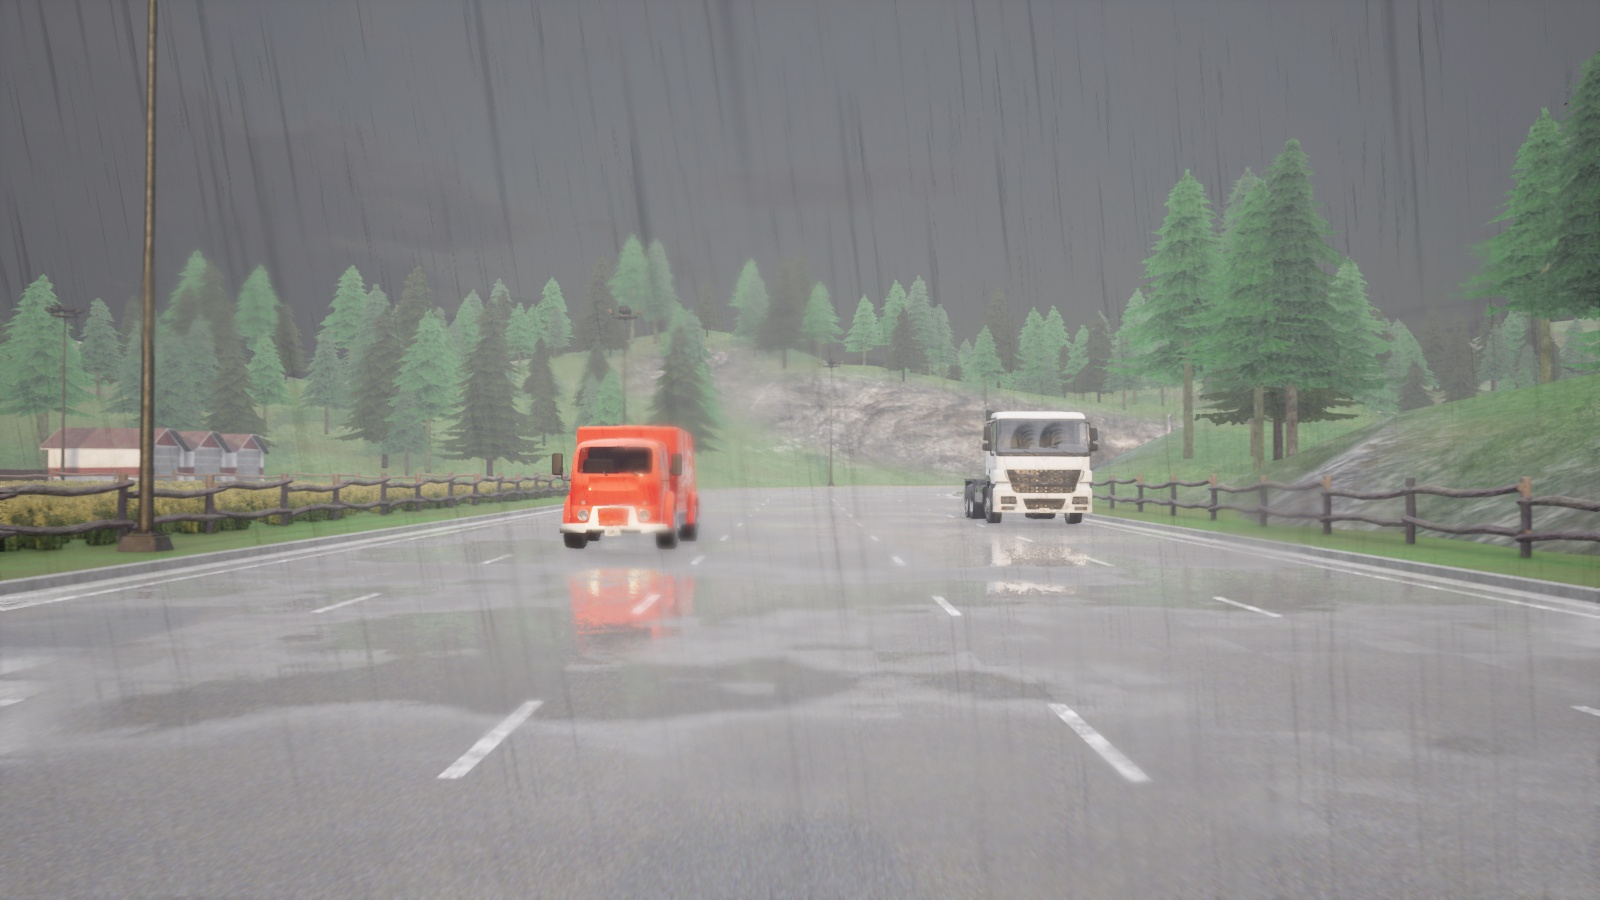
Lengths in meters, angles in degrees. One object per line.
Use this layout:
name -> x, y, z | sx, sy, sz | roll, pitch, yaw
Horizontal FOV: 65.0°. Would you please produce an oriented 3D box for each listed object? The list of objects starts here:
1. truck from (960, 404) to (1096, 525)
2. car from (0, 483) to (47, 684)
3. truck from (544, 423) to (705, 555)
truck -> 7.027, 0.474, 39.967 | 2.891, 3.462, 7.936 | 0, -1, 0
car -> -7.020, 0.968, 7.515 | 2.163, 1.488, 4.792 | 0, -1, 0
truck -> -3.508, 0.781, 26.258 | 2.627, 2.467, 5.204 | 0, -1, 0
